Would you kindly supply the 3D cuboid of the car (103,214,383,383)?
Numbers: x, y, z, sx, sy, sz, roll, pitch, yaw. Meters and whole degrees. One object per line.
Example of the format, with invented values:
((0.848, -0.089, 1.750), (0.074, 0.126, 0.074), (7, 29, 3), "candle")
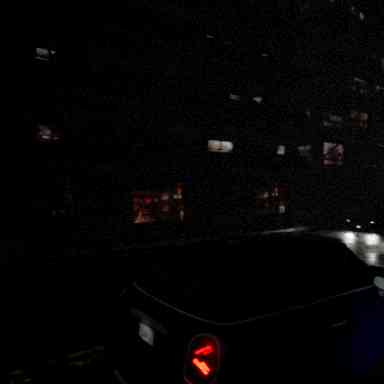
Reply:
((1.298, 1.348, 4.365), (4.553, 1.767, 2.097), (0, 0, -36), "car")

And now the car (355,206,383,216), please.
((11.307, 1.524, 19.896), (5.357, 1.411, 2.033), (0, 0, -37), "car")
